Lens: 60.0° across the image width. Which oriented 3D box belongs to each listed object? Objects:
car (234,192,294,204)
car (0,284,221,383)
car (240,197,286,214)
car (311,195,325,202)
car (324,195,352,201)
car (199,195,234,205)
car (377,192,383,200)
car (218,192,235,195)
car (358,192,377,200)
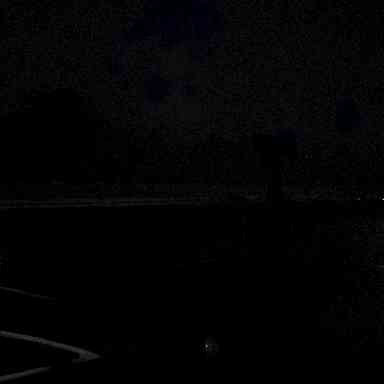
[{"bbox_3d":[6.825,1.090,29.958,5.566,2.045,2.150,0,0,-35],"label":"car"},{"bbox_3d":[-1.979,1.483,2.511,4.902,1.511,2.128,0,0,-35],"label":"car"},{"bbox_3d":[7.420,1.354,34.614,4.892,1.490,1.837,0,0,-34],"label":"car"},{"bbox_3d":[20.760,1.304,52.232,4.892,1.490,1.837,1,0,-34],"label":"car"},{"bbox_3d":[21.892,1.368,48.774,4.181,1.385,1.994,0,0,-34],"label":"car"},{"bbox_3d":[2.948,1.341,35.785,4.902,1.511,2.128,0,0,-35],"label":"car"},{"bbox_3d":[27.374,1.052,44.026,5.566,2.045,2.150,0,0,-34],"label":"car"},{"bbox_3d":[4.279,1.050,40.937,5.566,2.045,2.150,0,0,-34],"label":"car"},{"bbox_3d":[25.861,1.026,47.226,5.566,2.045,2.150,0,0,-35],"label":"car"}]
